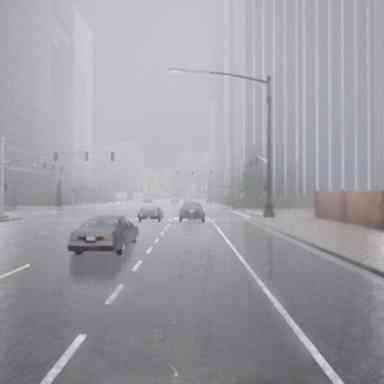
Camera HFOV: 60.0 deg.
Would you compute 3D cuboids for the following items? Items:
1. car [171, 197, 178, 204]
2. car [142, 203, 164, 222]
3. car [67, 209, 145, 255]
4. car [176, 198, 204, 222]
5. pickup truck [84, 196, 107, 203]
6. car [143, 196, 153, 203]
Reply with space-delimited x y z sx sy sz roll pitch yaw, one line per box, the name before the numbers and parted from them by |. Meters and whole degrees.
car | -4.714 2.373 89.897 2.033 1.411 5.357 0 -1 -1
car | -3.535 1.876 29.128 1.895 1.301 4.718 0 -1 -1
car | -3.497 1.680 13.990 2.033 1.411 5.357 0 -1 0
car | -0.011 1.626 29.133 2.097 1.767 4.553 0 -1 0
pickup truck | -24.777 1.871 86.059 2.390 2.098 6.274 0 -1 30
car | -11.693 2.057 88.533 2.150 2.045 5.566 0 -1 -1
